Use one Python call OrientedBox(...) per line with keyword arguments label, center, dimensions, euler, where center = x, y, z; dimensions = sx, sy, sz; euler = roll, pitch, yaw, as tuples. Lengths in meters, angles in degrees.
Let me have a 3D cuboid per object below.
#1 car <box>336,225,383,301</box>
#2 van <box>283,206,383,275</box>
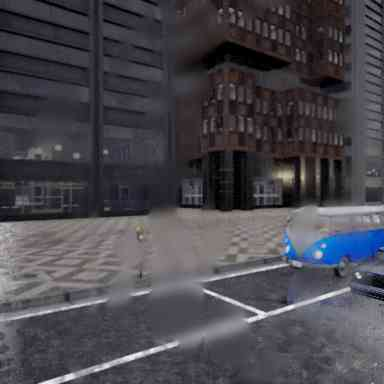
OrientedBox(label="car", center=(5.736, 1.541, 7.467), dimensions=(5.357, 1.411, 2.033), euler=(0, 0, -35))
OrientedBox(label="van", center=(4.423, 1.335, 9.806), dimensions=(3.998, 1.788, 1.690), euler=(0, 0, -35))
